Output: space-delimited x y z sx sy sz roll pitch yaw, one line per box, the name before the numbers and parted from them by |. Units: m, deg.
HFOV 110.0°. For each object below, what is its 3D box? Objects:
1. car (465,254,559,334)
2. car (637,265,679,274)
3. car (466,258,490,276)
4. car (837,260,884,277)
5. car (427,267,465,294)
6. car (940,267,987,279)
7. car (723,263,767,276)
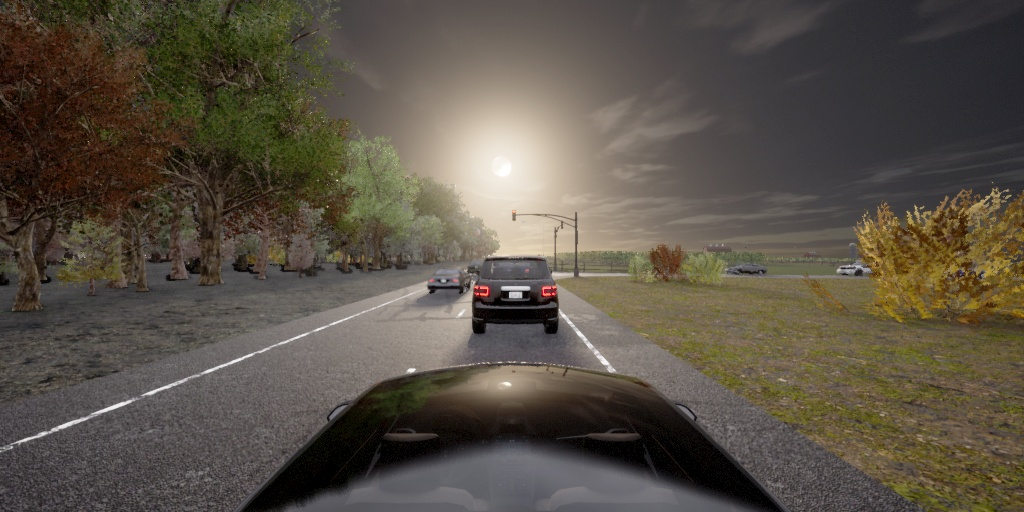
car | 0.081 0.974 10.776 2.150 2.045 5.566 0 0 0
car | 17.873 1.606 44.147 4.718 1.301 1.895 1 -1 1
car | -3.467 1.110 37.765 2.097 1.767 4.553 0 0 0
car | 43.364 1.495 44.046 5.566 2.045 2.150 -1 -1 0
car | -3.434 1.302 20.452 2.033 1.411 5.357 0 0 0
car | 50.304 1.776 40.412 5.008 1.535 1.882 1 -1 1
car | 28.626 1.613 44.098 4.902 1.511 2.128 1 -1 0
